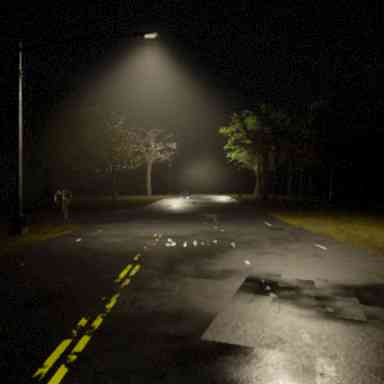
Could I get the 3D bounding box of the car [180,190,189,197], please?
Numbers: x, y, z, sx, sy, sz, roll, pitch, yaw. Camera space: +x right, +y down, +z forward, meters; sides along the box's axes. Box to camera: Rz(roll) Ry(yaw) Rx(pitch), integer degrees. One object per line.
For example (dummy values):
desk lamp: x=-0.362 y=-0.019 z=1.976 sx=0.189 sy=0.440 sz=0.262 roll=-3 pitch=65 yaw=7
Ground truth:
car: x=-1.721 y=0.294 z=78.743 sx=1.837 sy=1.490 sz=4.892 roll=0 pitch=1 yaw=2
